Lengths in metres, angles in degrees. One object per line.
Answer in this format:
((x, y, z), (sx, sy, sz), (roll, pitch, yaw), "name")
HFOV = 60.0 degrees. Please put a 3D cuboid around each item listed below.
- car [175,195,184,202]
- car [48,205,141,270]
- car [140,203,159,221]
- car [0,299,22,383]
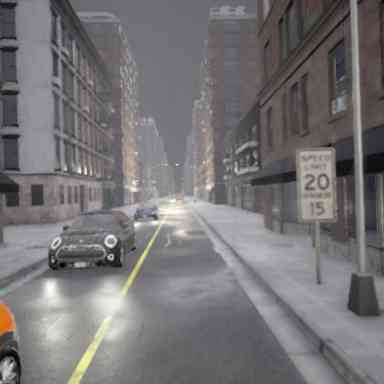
((-3.269, 1.528, 85.876), (2.097, 1.767, 4.553), (-2, 0, -2), "car")
((-3.214, 1.454, 11.534), (2.097, 1.767, 4.553), (-2, 0, -2), "car")
((-3.867, 1.662, 29.024), (1.812, 1.442, 4.674), (-2, 0, -2), "car")
((-2.831, 1.432, 1.651), (2.097, 1.767, 4.553), (-2, 0, -2), "car")
